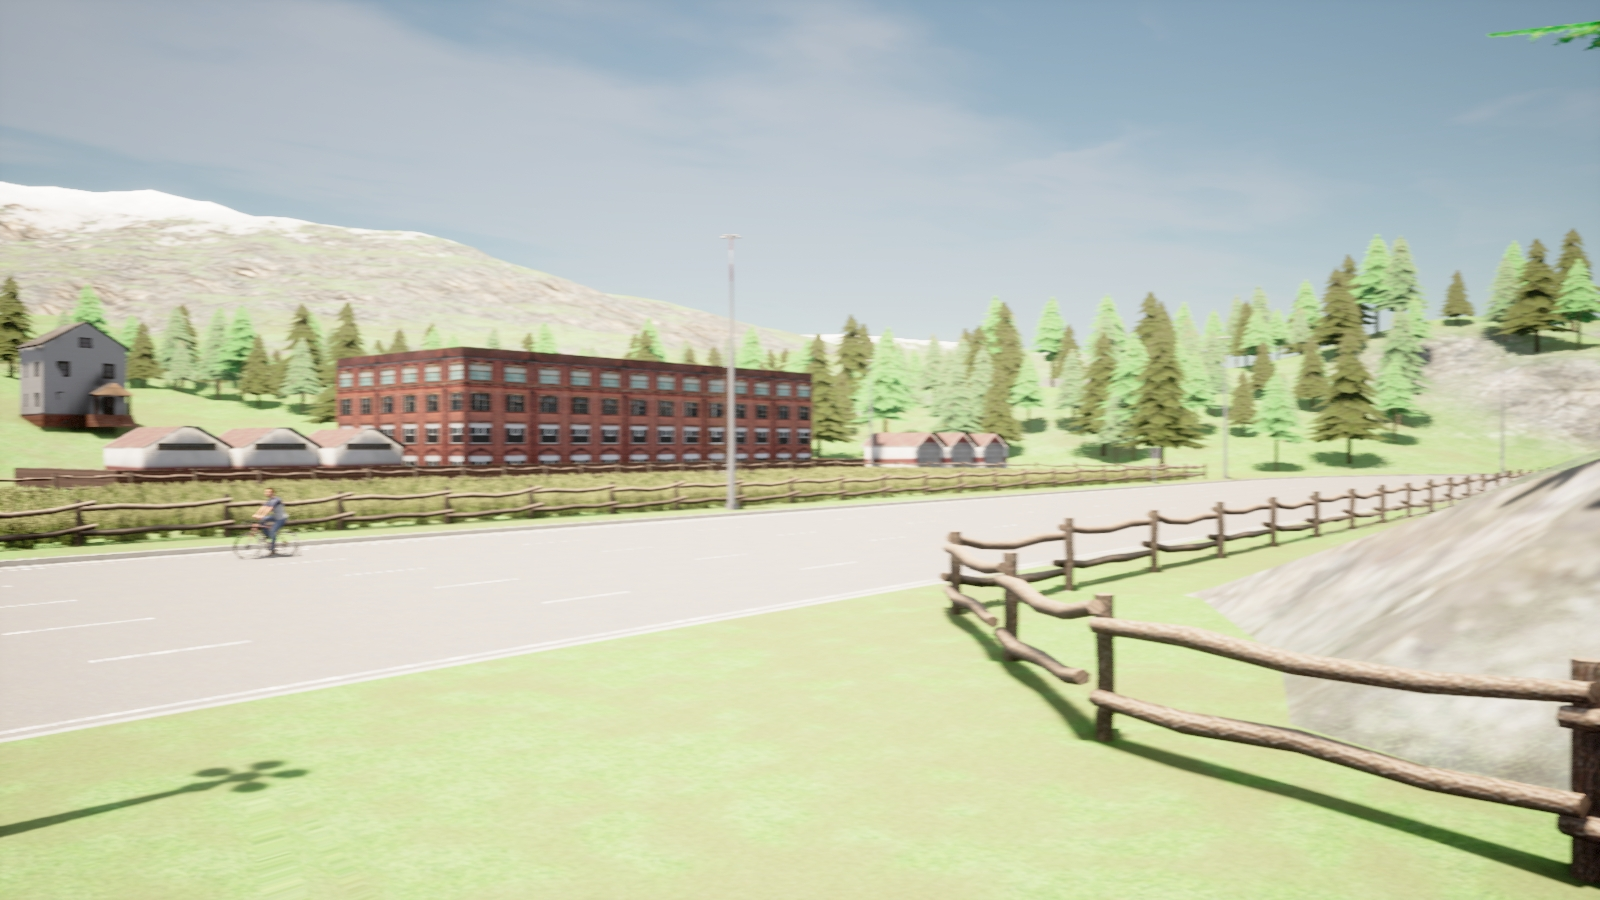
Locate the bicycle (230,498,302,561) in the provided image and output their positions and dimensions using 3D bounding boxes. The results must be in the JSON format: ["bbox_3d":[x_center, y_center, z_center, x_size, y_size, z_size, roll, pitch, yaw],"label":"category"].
[{"bbox_3d":[-13.557,2.004,29.049,0.373,1.496,1.643,0,1,40],"label":"bicycle"}]
